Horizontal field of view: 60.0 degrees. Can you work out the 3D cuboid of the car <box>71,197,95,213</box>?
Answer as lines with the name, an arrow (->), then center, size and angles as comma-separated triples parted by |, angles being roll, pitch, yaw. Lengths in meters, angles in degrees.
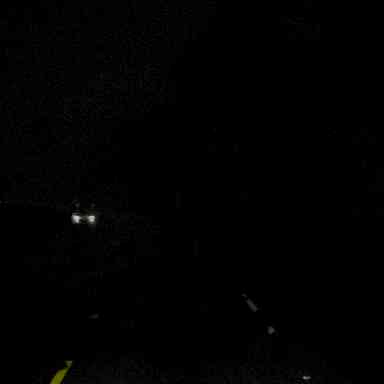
car -> -12.501, 1.452, 37.980 | 2.097, 1.767, 4.553 | 0, 0, -27
